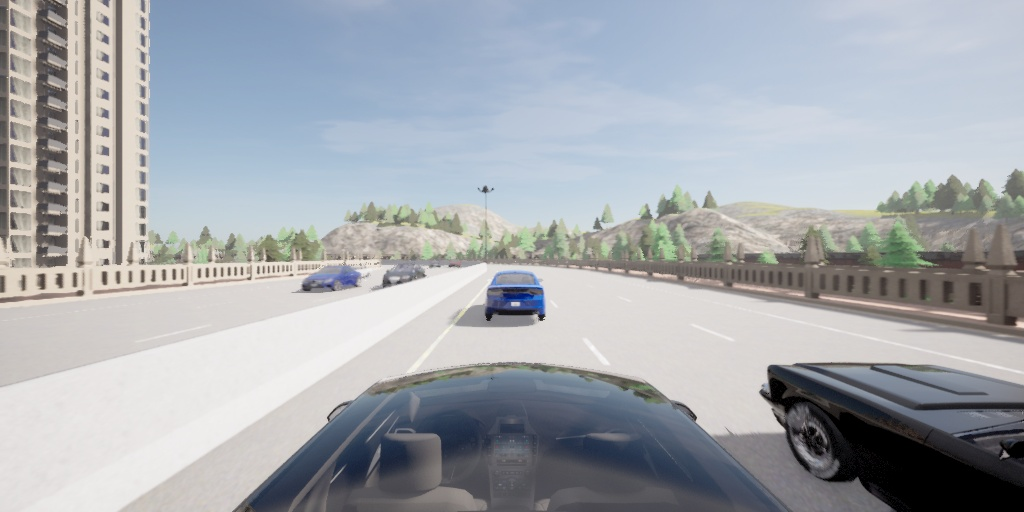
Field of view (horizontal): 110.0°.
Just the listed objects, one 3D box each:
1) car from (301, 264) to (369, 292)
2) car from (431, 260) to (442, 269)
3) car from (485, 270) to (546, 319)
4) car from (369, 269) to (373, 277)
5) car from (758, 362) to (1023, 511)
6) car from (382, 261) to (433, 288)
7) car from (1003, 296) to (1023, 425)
[{"bbox_3d":[-10.593,1.300,21.486,1.812,1.442,4.674,0,0,0],"label":"car"},{"bbox_3d":[-13.521,1.431,63.194,2.128,1.511,4.902,0,0,-14],"label":"car"},{"bbox_3d":[0.103,1.238,12.804,1.882,1.535,5.008,0,0,0],"label":"car"},{"bbox_3d":[-14.092,1.399,31.606,1.895,1.301,4.718,0,0,0],"label":"car"},{"bbox_3d":[3.600,1.351,1.720,1.895,1.301,4.718,0,0,0],"label":"car"},{"bbox_3d":[-7.093,1.271,23.964,2.128,1.511,4.902,0,0,0],"label":"car"},{"bbox_3d":[7.100,1.242,1.957,2.128,1.511,4.902,0,0,0],"label":"car"}]
